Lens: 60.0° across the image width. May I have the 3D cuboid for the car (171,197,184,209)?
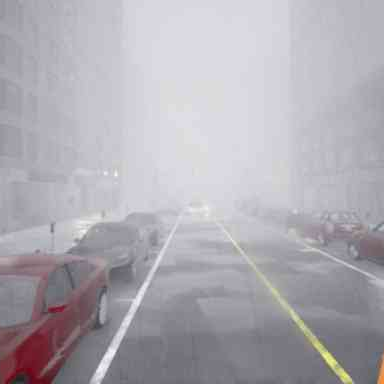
[{"bbox_3d":[-2.184,1.619,37.367,1.947,1.339,4.313,0,0,0],"label":"car"}]

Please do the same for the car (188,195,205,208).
[{"bbox_3d":[0.528,1.564,49.690,1.882,1.535,5.008,0,0,0],"label":"car"}]

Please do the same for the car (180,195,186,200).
[{"bbox_3d":[-2.164,1.502,42.892,1.967,1.590,4.097,0,0,0],"label":"car"}]

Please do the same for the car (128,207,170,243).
[{"bbox_3d":[-2.263,1.581,15.266,1.947,1.339,4.313,0,0,0],"label":"car"}]

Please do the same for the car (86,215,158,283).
[{"bbox_3d":[-2.283,1.572,9.741,1.947,1.339,4.313,0,0,0],"label":"car"}]

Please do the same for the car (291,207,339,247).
[{"bbox_3d":[6.263,1.495,15.248,1.967,1.590,4.097,0,0,0],"label":"car"}]

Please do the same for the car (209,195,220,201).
[{"bbox_3d":[6.233,1.641,86.757,1.967,1.590,4.097,0,0,-1],"label":"car"}]

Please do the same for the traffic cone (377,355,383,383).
[{"bbox_3d":[2.086,1.971,3.548,0.340,0.580,0.340,0,0,0],"label":"traffic cone"}]

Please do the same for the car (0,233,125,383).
[{"bbox_3d":[-2.302,1.541,4.216,1.887,1.381,4.507,0,0,0],"label":"car"}]

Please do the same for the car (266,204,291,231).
[{"bbox_3d":[6.282,1.615,20.772,2.008,1.369,4.403,0,0,0],"label":"car"}]

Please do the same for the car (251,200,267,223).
[{"bbox_3d":[6.302,1.624,26.295,2.008,1.369,4.403,0,0,0],"label":"car"}]

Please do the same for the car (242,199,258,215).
[{"bbox_3d":[6.322,1.649,31.819,1.947,1.339,4.313,0,0,0],"label":"car"}]

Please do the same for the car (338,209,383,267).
[{"bbox_3d":[6.243,1.486,9.725,1.967,1.590,4.097,0,0,0],"label":"car"}]

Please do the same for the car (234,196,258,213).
[{"bbox_3d":[6.343,1.407,37.343,2.192,1.841,5.009,0,0,0],"label":"car"}]

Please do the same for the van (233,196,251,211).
[{"bbox_3d":[6.363,1.443,42.867,1.690,1.788,3.998,0,0,0],"label":"van"}]

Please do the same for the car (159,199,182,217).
[{"bbox_3d":[-2.204,1.625,31.842,1.802,1.307,4.206,0,0,0],"label":"car"}]
